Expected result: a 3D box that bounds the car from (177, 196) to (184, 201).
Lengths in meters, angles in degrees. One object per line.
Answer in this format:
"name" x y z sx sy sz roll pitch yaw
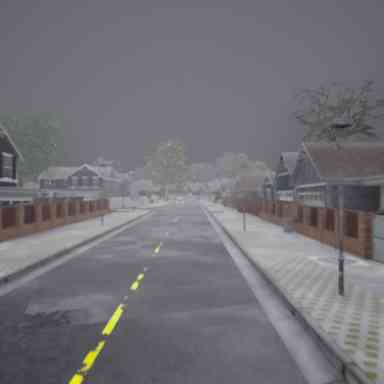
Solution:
"car" -3.167 1.804 89.963 1.812 1.442 4.674 0 0 -4
